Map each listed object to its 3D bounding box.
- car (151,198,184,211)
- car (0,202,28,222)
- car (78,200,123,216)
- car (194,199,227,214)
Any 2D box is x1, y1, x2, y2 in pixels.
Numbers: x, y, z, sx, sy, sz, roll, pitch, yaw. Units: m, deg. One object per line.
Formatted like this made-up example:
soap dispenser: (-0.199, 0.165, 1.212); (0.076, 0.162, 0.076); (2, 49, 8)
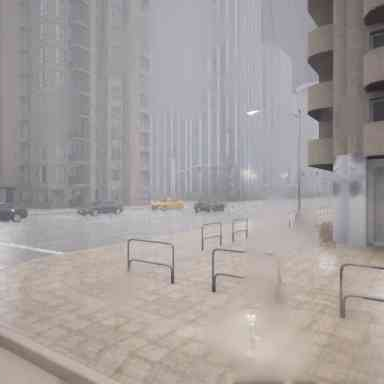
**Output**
car: (-3.067, 1.533, 41.520); (1.882, 1.535, 5.008); (0, 0, 35)
car: (-14.803, 1.560, 24.622); (1.837, 1.490, 4.892); (0, 0, 36)
car: (-8.994, 1.560, 32.993); (1.837, 1.490, 4.892); (0, 0, 35)
car: (2.101, 1.560, 36.422); (1.837, 1.490, 4.892); (0, 0, 35)
